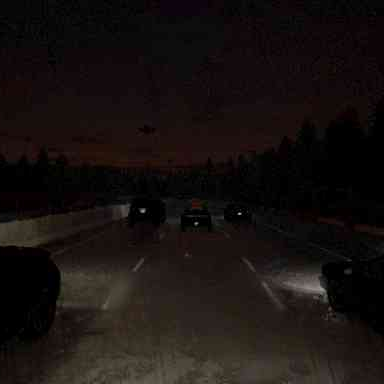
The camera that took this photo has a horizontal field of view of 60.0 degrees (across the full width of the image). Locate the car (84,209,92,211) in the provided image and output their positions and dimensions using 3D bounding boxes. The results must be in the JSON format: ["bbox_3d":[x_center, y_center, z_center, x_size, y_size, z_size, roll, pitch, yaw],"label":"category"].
[{"bbox_3d":[-13.710,1.793,42.437,1.812,1.442,4.674,0,0,1],"label":"car"}]

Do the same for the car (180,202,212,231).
[{"bbox_3d":[0.272,1.624,21.643,2.128,1.511,4.902,0,0,1],"label":"car"}]

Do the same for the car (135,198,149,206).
[{"bbox_3d":[-9.893,1.914,66.368,2.033,1.411,5.357,0,0,1],"label":"car"}]

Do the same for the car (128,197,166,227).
[{"bbox_3d":[-3.204,1.374,24.498,2.150,2.045,5.566,0,0,1],"label":"car"}]

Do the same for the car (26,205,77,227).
[{"bbox_3d":[-10.394,1.723,24.974,1.994,1.385,4.181,0,0,1],"label":"car"}]

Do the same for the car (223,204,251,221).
[{"bbox_3d":[3.840,1.736,28.718,1.994,1.385,4.181,0,0,1],"label":"car"}]

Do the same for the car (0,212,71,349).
[{"bbox_3d":[-3.385,1.247,3.472,2.150,2.045,5.566,0,0,0],"label":"car"}]

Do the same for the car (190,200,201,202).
[{"bbox_3d":[0.484,1.741,43.531,1.882,1.535,5.008,0,0,1],"label":"car"}]

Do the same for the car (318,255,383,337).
[{"bbox_3d":[3.620,1.574,4.700,2.033,1.411,5.357,0,0,0],"label":"car"}]
